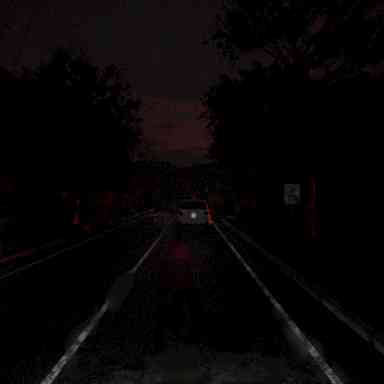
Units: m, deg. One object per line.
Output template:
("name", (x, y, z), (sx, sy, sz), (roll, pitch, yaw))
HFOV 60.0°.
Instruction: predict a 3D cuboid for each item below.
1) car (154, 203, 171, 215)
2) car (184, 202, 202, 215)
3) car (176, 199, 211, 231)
("car", (-3.591, 2.037, 41.325), (2.033, 1.411, 5.357), (0, -1, 0))
("car", (0.099, 2.040, 41.597), (2.033, 1.411, 5.357), (0, -1, 0))
("car", (0.100, 1.494, 22.737), (2.150, 2.045, 5.566), (0, 0, 0))
